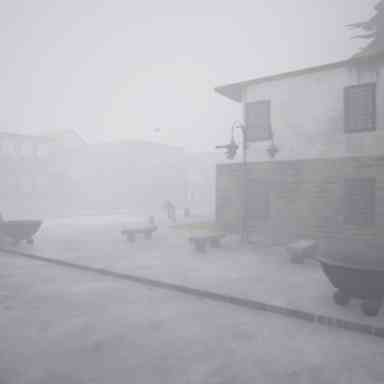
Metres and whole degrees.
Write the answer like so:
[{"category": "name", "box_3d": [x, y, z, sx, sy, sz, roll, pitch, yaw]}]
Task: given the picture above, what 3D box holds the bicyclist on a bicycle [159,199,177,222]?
[{"category": "bicyclist on a bicycle", "box_3d": [-1.664, 1.285, 23.025, 1.656, 1.620, 0.582, 0, 0, 35]}]
